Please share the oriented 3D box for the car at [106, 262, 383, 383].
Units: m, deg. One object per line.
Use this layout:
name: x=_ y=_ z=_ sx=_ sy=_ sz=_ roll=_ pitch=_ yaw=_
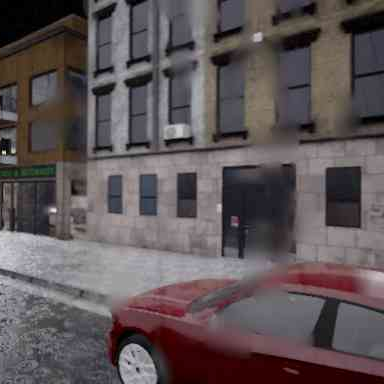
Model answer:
car: x=1.254 y=1.508 z=3.424 sx=5.008 sy=1.535 sz=1.882 roll=0 pitch=0 yaw=35
